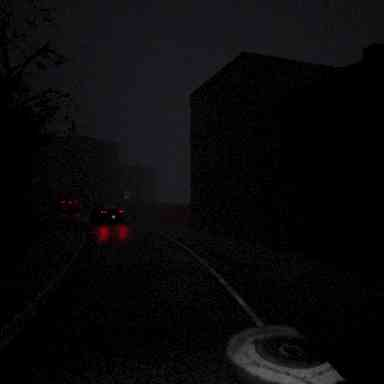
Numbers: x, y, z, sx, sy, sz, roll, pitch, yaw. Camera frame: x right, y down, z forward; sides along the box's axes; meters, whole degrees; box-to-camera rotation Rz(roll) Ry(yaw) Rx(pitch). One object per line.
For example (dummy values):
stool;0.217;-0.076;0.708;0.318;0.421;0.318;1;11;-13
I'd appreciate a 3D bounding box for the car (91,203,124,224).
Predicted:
car;-6.572;1.574;25.663;1.812;1.442;4.674;0;0;-26

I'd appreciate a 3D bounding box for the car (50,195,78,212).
car;-15.530;1.340;40.294;2.150;2.045;5.566;0;0;-36
